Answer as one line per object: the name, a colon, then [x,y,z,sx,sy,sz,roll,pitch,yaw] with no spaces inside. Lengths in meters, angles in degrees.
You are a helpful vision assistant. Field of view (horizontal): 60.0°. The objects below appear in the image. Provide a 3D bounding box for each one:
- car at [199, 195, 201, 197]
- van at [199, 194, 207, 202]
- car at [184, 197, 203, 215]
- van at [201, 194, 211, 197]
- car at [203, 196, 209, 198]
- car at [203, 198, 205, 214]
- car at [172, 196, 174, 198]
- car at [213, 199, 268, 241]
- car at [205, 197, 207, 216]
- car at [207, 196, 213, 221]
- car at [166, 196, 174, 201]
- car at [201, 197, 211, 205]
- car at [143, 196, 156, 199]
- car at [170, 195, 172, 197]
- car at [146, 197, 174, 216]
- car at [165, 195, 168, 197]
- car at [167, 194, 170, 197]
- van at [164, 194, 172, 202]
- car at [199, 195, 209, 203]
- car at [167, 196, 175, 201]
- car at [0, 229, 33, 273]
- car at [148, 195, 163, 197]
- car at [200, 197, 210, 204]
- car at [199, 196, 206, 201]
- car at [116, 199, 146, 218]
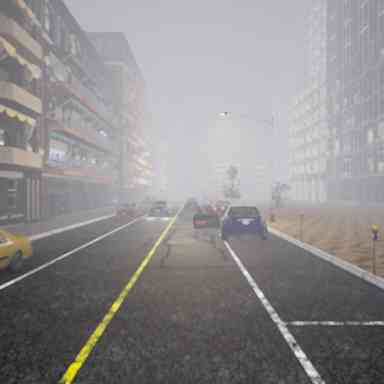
car: [-0.021,1.548,52.857,1.882,1.535,5.008,0,0,0]
van: [2.645,1.475,80.161,1.690,1.788,3.998,0,0,0]
car: [0.013,1.612,39.707,1.994,1.385,4.181,0,0,1]
van: [2.656,1.423,58.054,1.690,1.788,3.998,0,0,0]
car: [2.662,1.643,47.000,1.802,1.307,4.206,0,0,0]
car: [2.665,1.633,41.474,1.802,1.307,4.206,0,0,0]
car: [-5.731,1.663,74.630,1.887,1.381,4.507,0,0,0]
car: [2.378,1.367,16.808,2.097,1.767,4.553,0,0,0]
car: [2.667,1.568,36.117,1.752,1.417,4.829,0,0,0]
car: [2.670,1.474,30.420,1.967,1.590,4.097,0,0,0]
car: [-5.736,1.729,85.683,1.802,1.307,4.206,0,0,0]
car: [2.655,1.619,63.749,1.752,1.417,4.829,0,0,0]
car: [-5.715,1.575,41.301,1.752,1.417,4.829,0,0,0]
car: [-5.728,1.671,69.103,1.947,1.339,4.313,0,0,0]
car: [-3.108,1.542,32.675,1.837,1.490,4.892,0,0,0]
car: [-5.723,1.631,58.050,2.008,1.369,4.403,0,0,0]
car: [-5.726,1.532,63.576,1.967,1.590,4.097,0,0,0]
van: [-5.735,1.474,80.157,1.690,1.788,3.998,0,0,0]
car: [2.649,1.560,74.633,1.967,1.590,4.097,0,0,0]
car: [-5.738,1.744,91.209,1.802,1.307,4.206,0,0,0]
car: [-5.699,1.531,8.141,1.752,1.417,4.829,0,0,0]
car: [-5.720,1.375,46.997,2.192,1.841,5.009,0,0,0]
car: [2.652,1.672,69.107,1.947,1.339,4.313,0,0,0]
car: [2.644,1.674,85.856,1.752,1.417,4.829,0,0,0]
car: [-5.710,1.577,30.417,1.887,1.381,4.507,0,0,0]
